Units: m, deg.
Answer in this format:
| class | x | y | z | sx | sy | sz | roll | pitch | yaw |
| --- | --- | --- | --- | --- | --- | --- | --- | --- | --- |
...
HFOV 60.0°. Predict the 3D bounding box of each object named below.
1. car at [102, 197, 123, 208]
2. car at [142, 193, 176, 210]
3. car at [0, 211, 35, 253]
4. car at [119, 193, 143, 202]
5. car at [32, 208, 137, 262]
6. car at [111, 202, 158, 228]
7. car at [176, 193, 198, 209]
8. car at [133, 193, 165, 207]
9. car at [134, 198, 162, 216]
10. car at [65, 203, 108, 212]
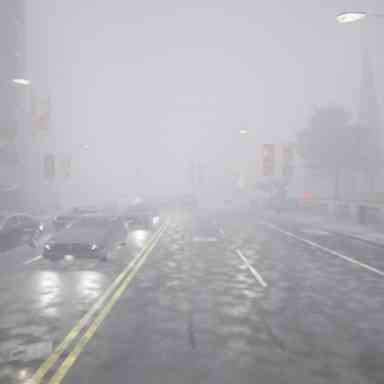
| class | x | y | z | sx | sy | sz | roll | pitch | yaw |
| --- | --- | --- | --- | --- | --- | --- | --- | --- | --- |
| car | -7.791 | 1.507 | 31.406 | 1.812 | 1.442 | 4.674 | 0 | 0 | -10 |
| car | -4.255 | 1.327 | 42.520 | 2.097 | 1.767 | 4.553 | 0 | 0 | -29 |
| car | -7.110 | 1.484 | 11.969 | 2.128 | 1.511 | 4.902 | 0 | 0 | 0 |
| car | -9.665 | 1.192 | 50.847 | 2.150 | 2.045 | 5.566 | 0 | 0 | -43 |
| car | -3.613 | 1.540 | 12.439 | 2.033 | 1.411 | 5.357 | 0 | 0 | 0 |
| car | -3.621 | 1.551 | 21.656 | 1.994 | 1.385 | 4.181 | 0 | 0 | 0 |
| car | -1.211 | 1.196 | 44.223 | 2.150 | 2.045 | 5.566 | 0 | 0 | -29 |
| car | -6.939 | 1.191 | 53.043 | 2.150 | 2.045 | 5.566 | 0 | 0 | -43 |
| car | -4.278 | 1.545 | 31.725 | 1.994 | 1.385 | 4.181 | 0 | 0 | -10 |
| car | -7.120 | 1.588 | 21.238 | 1.895 | 1.301 | 4.718 | 0 | 0 | 0 |
